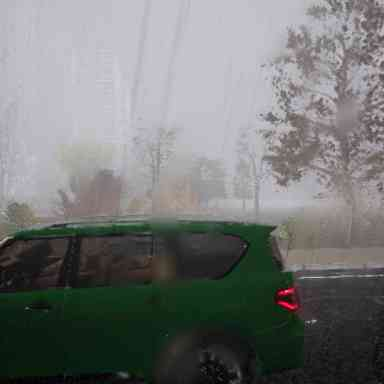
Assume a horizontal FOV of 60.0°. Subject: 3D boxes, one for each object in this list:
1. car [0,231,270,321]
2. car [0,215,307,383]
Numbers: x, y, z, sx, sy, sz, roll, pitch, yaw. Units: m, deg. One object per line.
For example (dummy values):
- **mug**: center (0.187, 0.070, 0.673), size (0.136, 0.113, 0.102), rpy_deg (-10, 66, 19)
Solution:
- **car**: center (-1.192, 1.742, 7.526), size (5.357, 1.411, 2.033), rpy_deg (-1, -1, -4)
- **car**: center (-1.427, 1.348, 4.259), size (5.566, 2.045, 2.150), rpy_deg (0, -1, -4)
